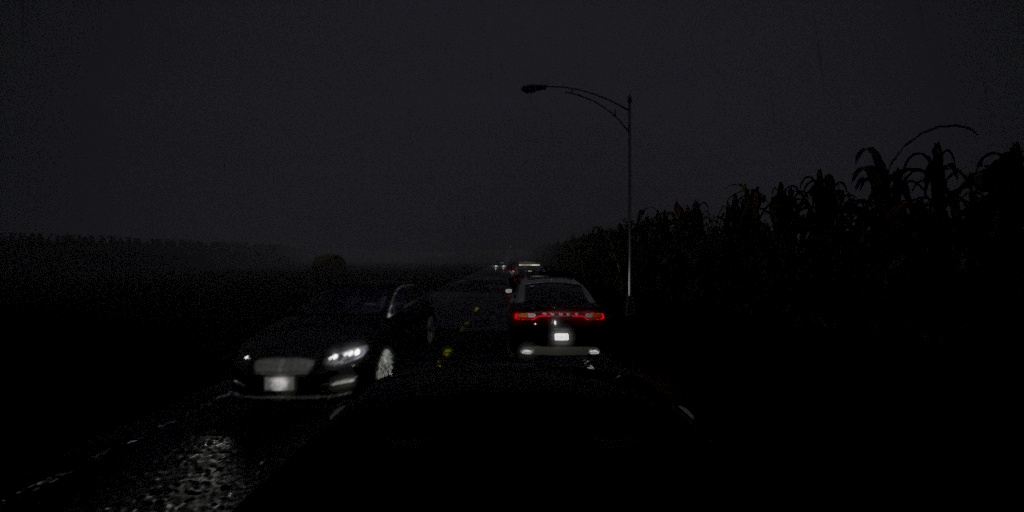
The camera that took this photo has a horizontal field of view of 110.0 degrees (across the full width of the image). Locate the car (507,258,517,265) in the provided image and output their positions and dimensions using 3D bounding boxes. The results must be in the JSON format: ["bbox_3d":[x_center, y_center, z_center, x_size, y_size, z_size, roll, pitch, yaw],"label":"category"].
[{"bbox_3d":[0.930,1.084,24.560,2.097,1.767,4.553,0,0,0],"label":"car"}]

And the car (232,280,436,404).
[{"bbox_3d":[-2.725,1.241,6.668,2.128,1.511,4.902,0,0,0],"label":"car"}]

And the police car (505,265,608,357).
[{"bbox_3d":[0.859,1.173,8.701,1.930,1.638,5.238,0,0,0],"label":"police car"}]

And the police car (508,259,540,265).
[{"bbox_3d":[0.904,1.166,18.701,1.930,1.638,5.238,0,0,0],"label":"police car"}]
